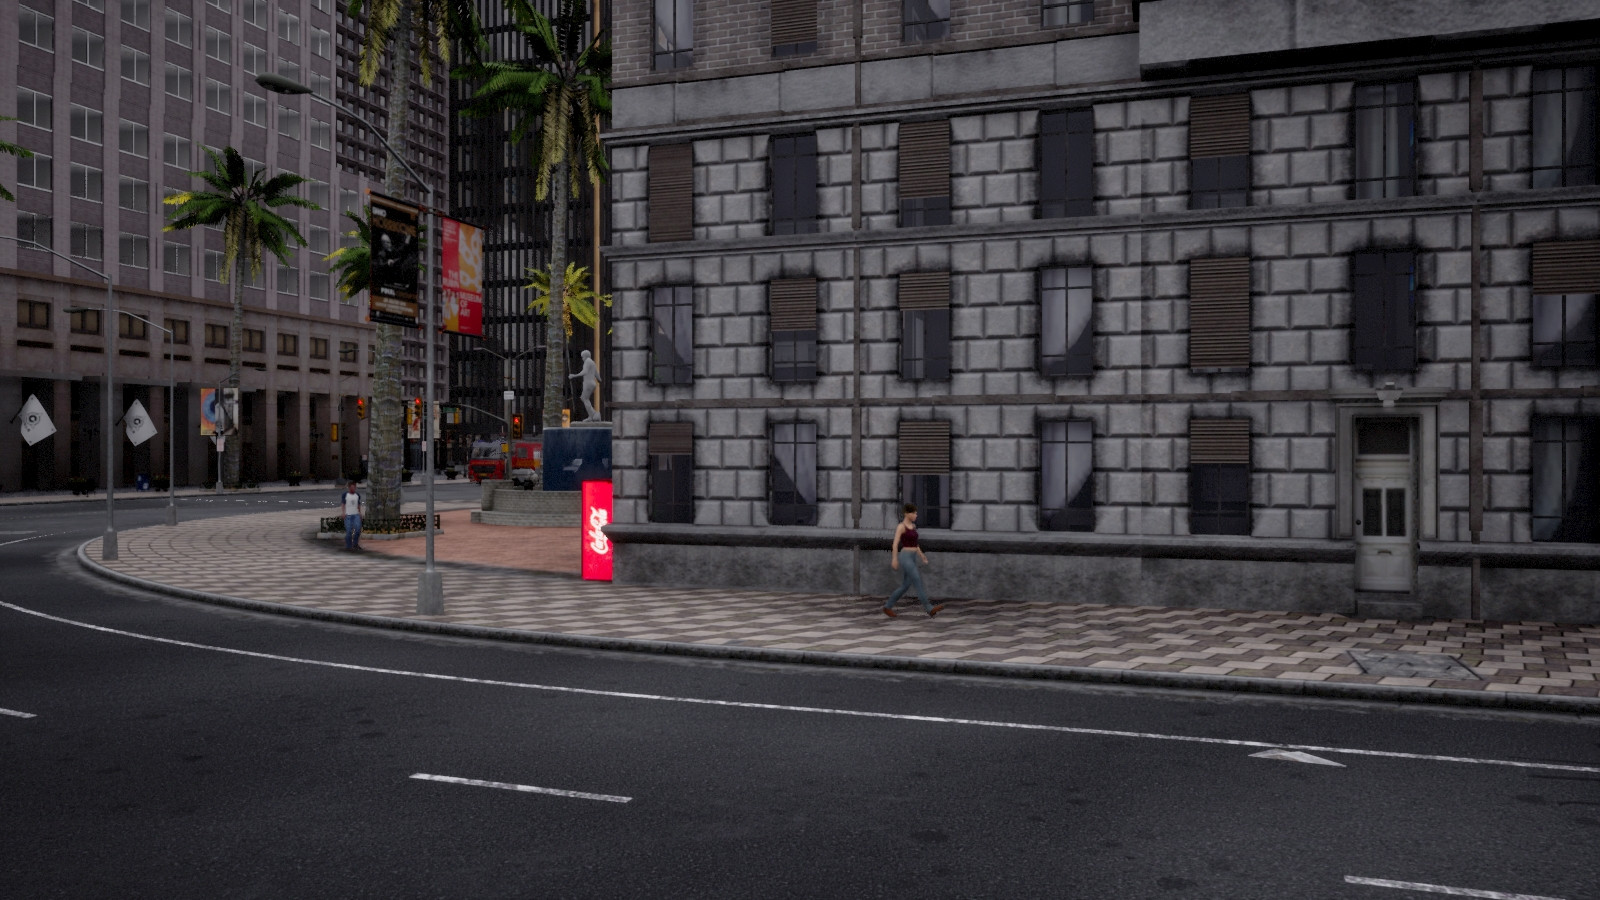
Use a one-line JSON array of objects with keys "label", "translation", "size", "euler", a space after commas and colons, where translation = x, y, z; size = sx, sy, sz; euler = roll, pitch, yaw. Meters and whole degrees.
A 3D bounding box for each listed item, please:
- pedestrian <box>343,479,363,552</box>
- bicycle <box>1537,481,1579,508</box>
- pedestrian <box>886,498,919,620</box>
[{"label": "pedestrian", "translation": [-11.578, 1.696, 29.589], "size": [0.375, 1.860, 0.375], "euler": [0, 0, -43]}, {"label": "bicycle", "translation": [38.779, 2.260, 58.467], "size": [0.329, 1.171, 1.835], "euler": [2, 3, -23]}, {"label": "pedestrian", "translation": [1.607, 1.696, 17.868], "size": [0.375, 1.860, 0.375], "euler": [0, 0, 34]}]
